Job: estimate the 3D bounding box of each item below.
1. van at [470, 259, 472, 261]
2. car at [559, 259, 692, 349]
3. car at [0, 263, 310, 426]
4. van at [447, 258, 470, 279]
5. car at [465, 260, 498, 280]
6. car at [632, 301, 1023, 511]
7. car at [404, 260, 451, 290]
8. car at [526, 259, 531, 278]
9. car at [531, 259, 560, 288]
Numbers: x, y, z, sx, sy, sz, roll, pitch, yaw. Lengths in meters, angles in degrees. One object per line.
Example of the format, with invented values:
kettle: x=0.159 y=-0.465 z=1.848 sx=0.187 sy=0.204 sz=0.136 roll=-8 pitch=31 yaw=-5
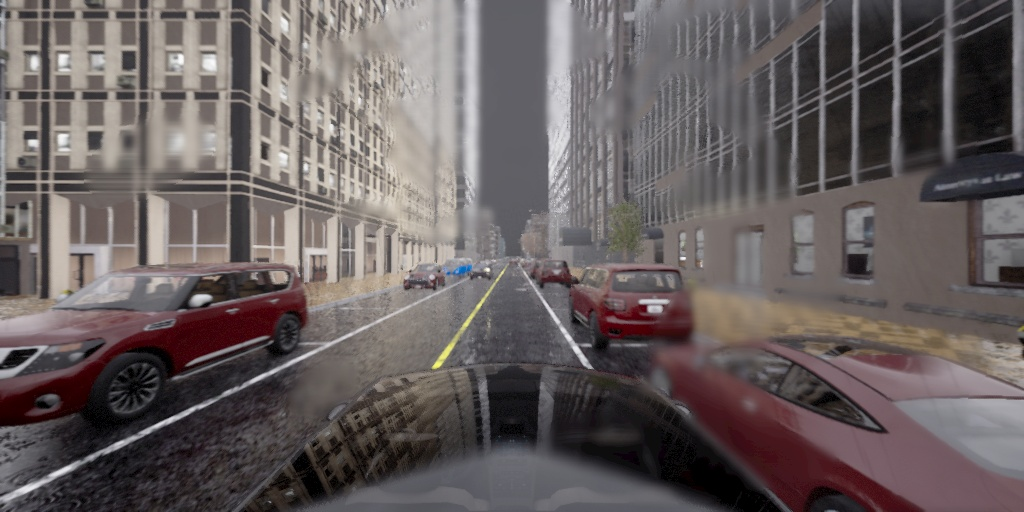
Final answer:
van: x=-5.172 y=1.150 z=38.396 sx=1.690 sy=1.789 sz=3.998 roll=0 pitch=0 yaw=0
car: x=2.714 y=1.091 z=9.170 sx=2.192 sy=1.841 sz=5.009 roll=0 pitch=0 yaw=0
car: x=-5.439 y=1.054 z=5.897 sx=2.192 sy=1.841 sz=5.009 roll=0 pitch=0 yaw=0
van: x=-5.196 y=1.138 z=32.849 sx=1.690 sy=1.789 sz=3.998 roll=0 pitch=0 yaw=0
car: x=-2.631 y=1.353 z=32.067 sx=2.033 sy=1.411 sz=5.357 roll=0 pitch=0 yaw=0
car: x=2.688 y=1.345 z=3.132 sx=1.802 sy=1.307 sz=4.207 roll=0 pitch=0 yaw=0
car: x=-5.305 y=1.215 z=22.265 sx=1.967 sy=1.591 sz=4.097 roll=0 pitch=0 yaw=0
car: x=2.684 y=1.142 z=32.816 sx=2.192 sy=1.841 sz=5.009 roll=0 pitch=0 yaw=0
car: x=2.700 y=1.124 z=24.121 sx=2.192 sy=1.841 sz=5.009 roll=0 pitch=0 yaw=0
